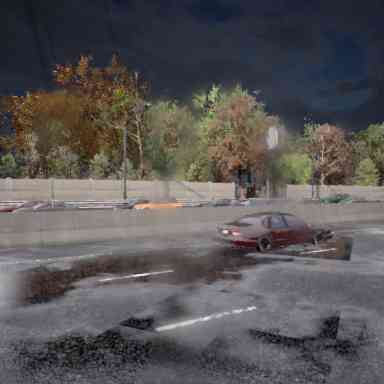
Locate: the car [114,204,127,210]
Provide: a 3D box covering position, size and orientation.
[{"bbox_3d":[-5.301,1.505,33.188,4.892,1.490,1.837,0,0,-30],"label":"car"}]

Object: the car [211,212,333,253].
[{"bbox_3d":[3.397,1.546,13.716,5.357,1.411,2.033,0,0,-30],"label":"car"}]

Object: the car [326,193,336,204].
[{"bbox_3d":[20.919,1.228,48.582,5.566,2.045,2.150,0,0,-30],"label":"car"}]

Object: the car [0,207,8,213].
[{"bbox_3d":[-13.666,1.478,28.282,5.008,1.535,1.882,0,0,-30],"label":"car"}]

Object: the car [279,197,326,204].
[{"bbox_3d":[13.388,1.493,40.107,4.902,1.511,2.128,0,0,-30],"label":"car"}]

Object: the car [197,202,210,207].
[{"bbox_3d":[3.128,1.548,38.148,5.357,1.411,2.033,0,0,-30],"label":"car"}]

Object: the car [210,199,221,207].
[{"bbox_3d":[4.991,1.548,35.177,5.357,1.411,2.033,0,0,-31],"label":"car"}]

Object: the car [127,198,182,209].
[{"bbox_3d":[-3.192,1.352,30.371,4.553,1.767,2.097,0,0,-30],"label":"car"}]

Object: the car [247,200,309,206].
[{"bbox_3d":[7.378,1.601,28.464,4.718,1.301,1.895,0,0,-30],"label":"car"}]

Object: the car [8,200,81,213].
[{"bbox_3d":[-11.169,1.492,25.687,4.902,1.511,2.128,0,0,-30],"label":"car"}]

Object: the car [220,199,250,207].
[{"bbox_3d":[5.313,1.525,31.293,4.674,1.442,1.812,0,0,-31],"label":"car"}]

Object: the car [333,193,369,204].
[{"bbox_3d":[21.899,1.358,45.103,4.553,1.767,2.097,0,0,-30],"label":"car"}]
